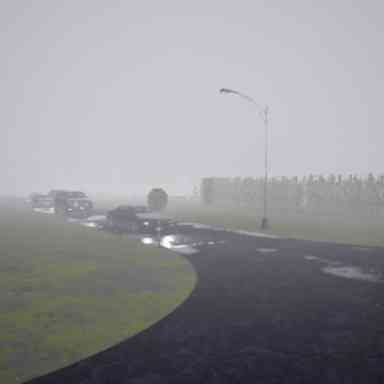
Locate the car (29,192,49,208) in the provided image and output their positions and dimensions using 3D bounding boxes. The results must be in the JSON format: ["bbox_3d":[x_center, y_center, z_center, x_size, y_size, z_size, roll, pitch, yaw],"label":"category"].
[{"bbox_3d":[-17.424,1.029,38.722,1.812,1.442,4.674,0,1,-37],"label":"car"}]

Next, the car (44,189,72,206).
[{"bbox_3d":[-17.964,0.648,44.499,2.150,2.045,5.566,0,1,-36],"label":"car"}]

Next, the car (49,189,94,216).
[{"bbox_3d":[-10.373,0.909,28.898,2.150,2.045,5.566,0,1,-35],"label":"car"}]

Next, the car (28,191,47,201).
[{"bbox_3d":[-25.782,0.694,55.374,1.882,1.535,5.008,0,1,-36],"label":"car"}]

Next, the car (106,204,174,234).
[{"bbox_3d":[-3.151,1.417,18.838,2.033,1.411,5.357,0,1,-36],"label":"car"}]
